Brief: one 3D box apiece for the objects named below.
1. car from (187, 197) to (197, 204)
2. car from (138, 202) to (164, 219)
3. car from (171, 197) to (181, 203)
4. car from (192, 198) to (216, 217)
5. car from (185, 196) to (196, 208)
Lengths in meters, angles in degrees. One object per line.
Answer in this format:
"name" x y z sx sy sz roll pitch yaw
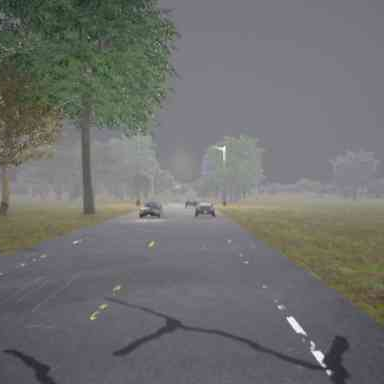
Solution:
"car" -0.022 1.665 68.280 1.994 1.385 4.181 0 0 0
"car" -3.607 1.600 30.389 2.033 1.411 5.357 0 0 0
"car" -3.524 1.744 72.795 1.994 1.385 4.181 0 0 0
"car" 1.214 1.583 32.052 1.812 1.442 4.674 0 0 0
"car" -0.014 1.467 51.689 2.097 1.767 4.553 0 0 0
